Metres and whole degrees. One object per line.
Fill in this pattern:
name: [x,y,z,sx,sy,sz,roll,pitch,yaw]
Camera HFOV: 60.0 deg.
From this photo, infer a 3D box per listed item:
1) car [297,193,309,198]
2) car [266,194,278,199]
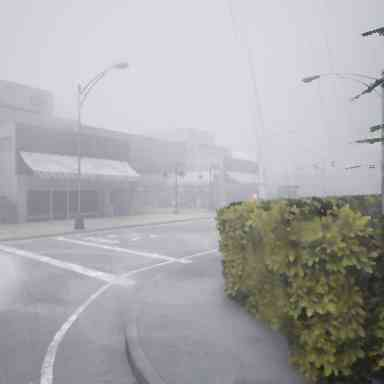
car: [25.249,1.308,78.177,2.007,1.523,4.514,0,0,37]
car: [18.080,1.242,74.755,1.970,1.475,3.806,0,0,37]
